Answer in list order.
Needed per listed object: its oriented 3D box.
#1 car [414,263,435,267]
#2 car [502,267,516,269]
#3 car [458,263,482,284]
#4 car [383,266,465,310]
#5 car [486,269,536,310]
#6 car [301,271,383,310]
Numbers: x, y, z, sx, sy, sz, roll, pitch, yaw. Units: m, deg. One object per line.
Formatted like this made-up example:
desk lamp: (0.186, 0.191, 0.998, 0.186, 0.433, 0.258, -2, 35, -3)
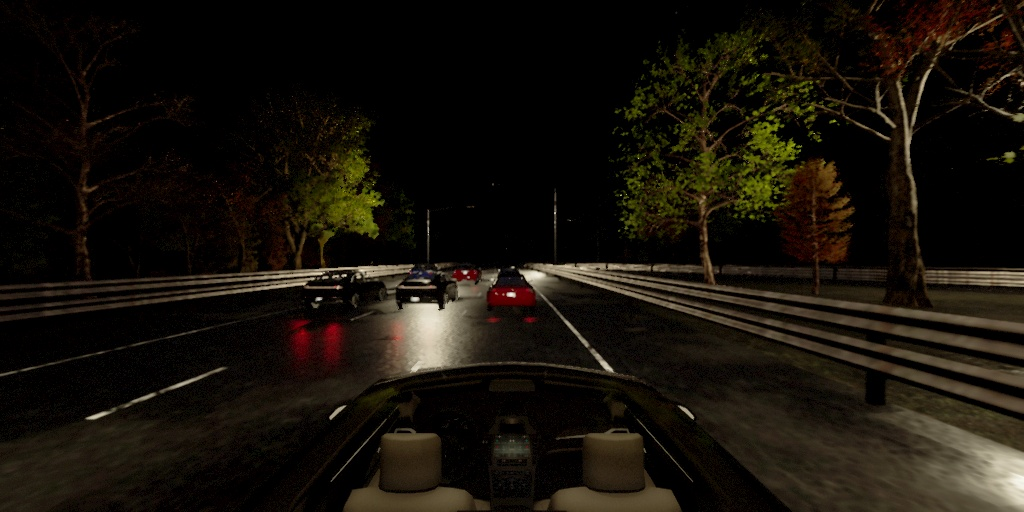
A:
car: (-7.230, 1.400, 30.407, 2.097, 1.767, 4.553, 0, -1, -1)
car: (-0.234, 1.614, 30.595, 1.994, 1.385, 4.181, 0, -1, -1)
car: (-3.731, 1.400, 30.463, 2.097, 1.767, 4.553, 0, -1, -1)
car: (-3.530, 1.383, 15.497, 2.128, 1.511, 4.902, 0, 0, 0)
car: (-0.033, 1.455, 15.558, 1.994, 1.385, 4.181, 0, 0, 0)
car: (-7.030, 1.383, 15.475, 2.128, 1.511, 4.902, 0, 0, 0)
